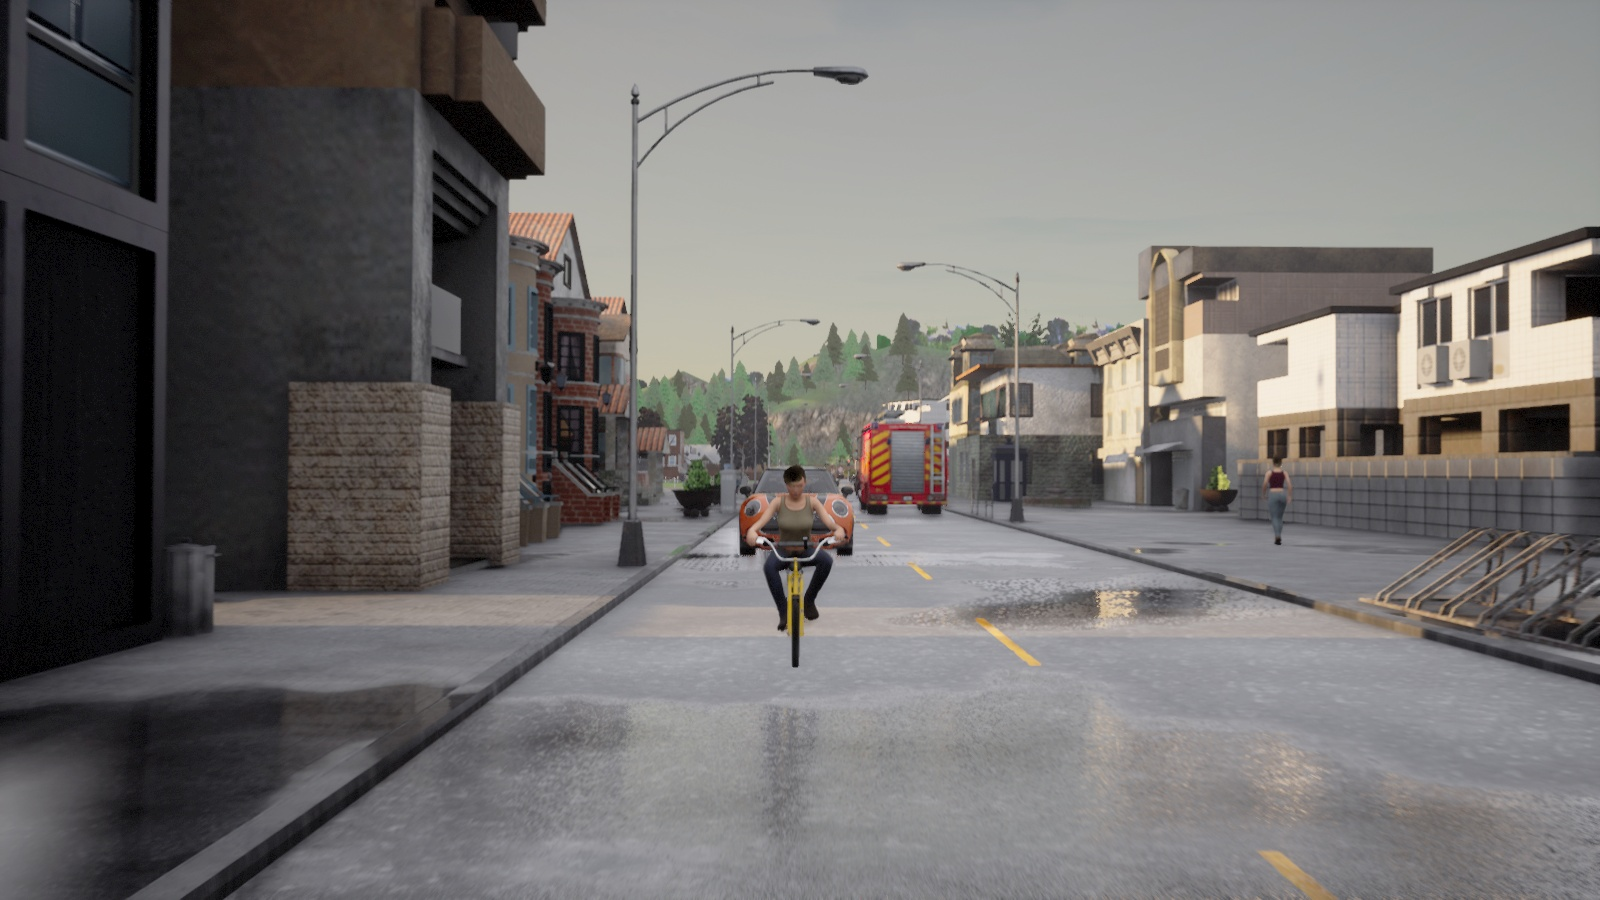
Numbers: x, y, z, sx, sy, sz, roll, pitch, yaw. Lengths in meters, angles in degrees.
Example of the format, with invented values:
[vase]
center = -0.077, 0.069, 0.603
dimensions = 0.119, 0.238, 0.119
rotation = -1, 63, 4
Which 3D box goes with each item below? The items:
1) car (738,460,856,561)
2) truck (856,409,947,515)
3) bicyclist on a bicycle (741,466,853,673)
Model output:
[car]
center = -0.060, 1.112, 24.536
dimensions = 2.097, 1.767, 4.553
rotation = 0, -1, 0
[truck]
center = 3.874, 0.523, 49.767
dimensions = 2.891, 3.827, 8.468
rotation = 0, -1, 0
[bicyclist on a bicycle]
center = -0.031, 0.941, 10.546
dimensions = 0.866, 1.612, 1.509
rotation = 0, -1, -1
